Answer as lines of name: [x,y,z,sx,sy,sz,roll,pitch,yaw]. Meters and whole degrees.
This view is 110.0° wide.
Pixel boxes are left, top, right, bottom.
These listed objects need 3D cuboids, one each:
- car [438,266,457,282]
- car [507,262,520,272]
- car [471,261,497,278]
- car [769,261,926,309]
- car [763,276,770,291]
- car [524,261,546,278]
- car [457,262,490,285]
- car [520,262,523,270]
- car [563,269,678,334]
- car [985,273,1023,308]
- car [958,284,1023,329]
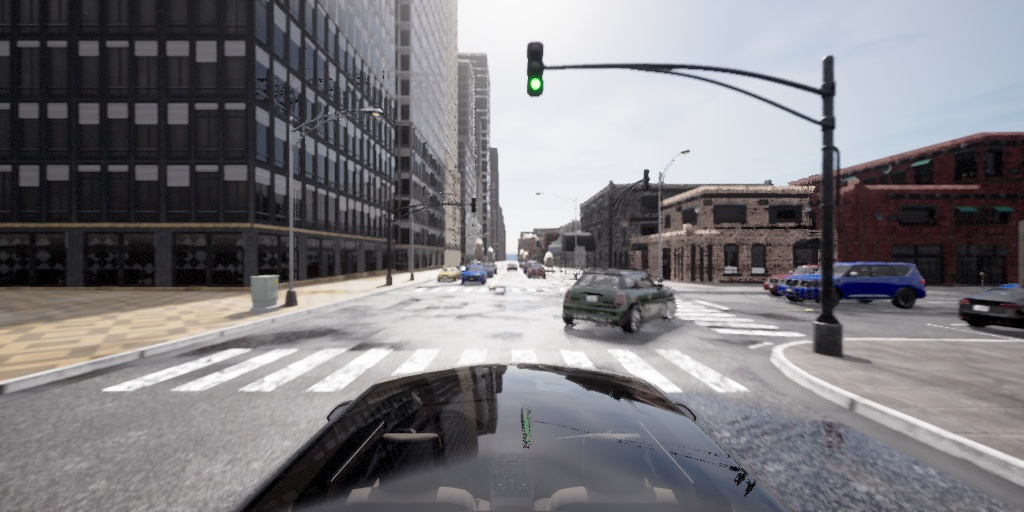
car: [-5.862,1.619,33.806,1.751,1.417,4.829,0,0,0]
car: [0.042,1.995,62.061,1.895,1.301,4.718,0,-1,0]
car: [-3.137,1.512,40.238,2.097,1.767,4.553,0,-1,0]
car: [15.715,1.272,16.724,5.566,2.045,2.150,1,0,1]
car: [16.500,1.359,19.305,5.009,1.841,2.192,0,0,1]
car: [2.651,1.593,39.573,1.967,1.591,4.097,0,0,0]
car: [-3.131,1.532,30.324,1.882,1.535,5.008,0,-1,0]
car: [2.638,1.589,50.861,2.192,1.841,5.009,0,0,0]
car: [3.560,1.213,11.393,2.097,1.767,4.553,1,0,41]
car: [25.683,1.621,16.605,5.008,1.535,1.882,1,0,1]
car: [16.402,1.650,10.926,4.313,1.339,1.948,0,0,1]
